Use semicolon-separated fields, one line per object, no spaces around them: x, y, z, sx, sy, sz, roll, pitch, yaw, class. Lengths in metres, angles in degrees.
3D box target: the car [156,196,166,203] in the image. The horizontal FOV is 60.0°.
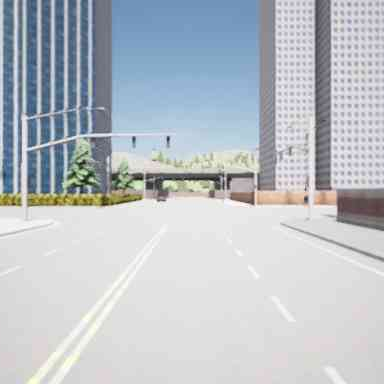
-6.986;1.719;76.250;1.994;1.385;4.181;0;0;0;car
